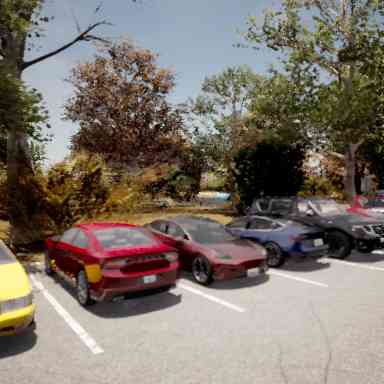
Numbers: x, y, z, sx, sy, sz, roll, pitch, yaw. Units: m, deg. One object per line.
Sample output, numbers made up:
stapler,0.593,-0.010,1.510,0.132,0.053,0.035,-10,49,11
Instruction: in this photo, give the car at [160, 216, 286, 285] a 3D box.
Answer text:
car,0.062,1.501,9.821,2.163,1.488,4.792,0,0,-36

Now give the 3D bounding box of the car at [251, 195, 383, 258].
car,4.591,1.213,13.059,2.435,2.045,5.566,0,0,-36

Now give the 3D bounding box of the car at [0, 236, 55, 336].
car,-4.381,1.477,6.455,1.946,1.575,5.366,0,0,-36

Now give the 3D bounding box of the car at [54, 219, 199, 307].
car,-2.218,1.475,8.221,2.097,1.535,5.008,0,0,-36

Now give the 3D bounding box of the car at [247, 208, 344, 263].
car,2.294,1.496,11.487,2.163,1.488,4.792,0,0,-36
